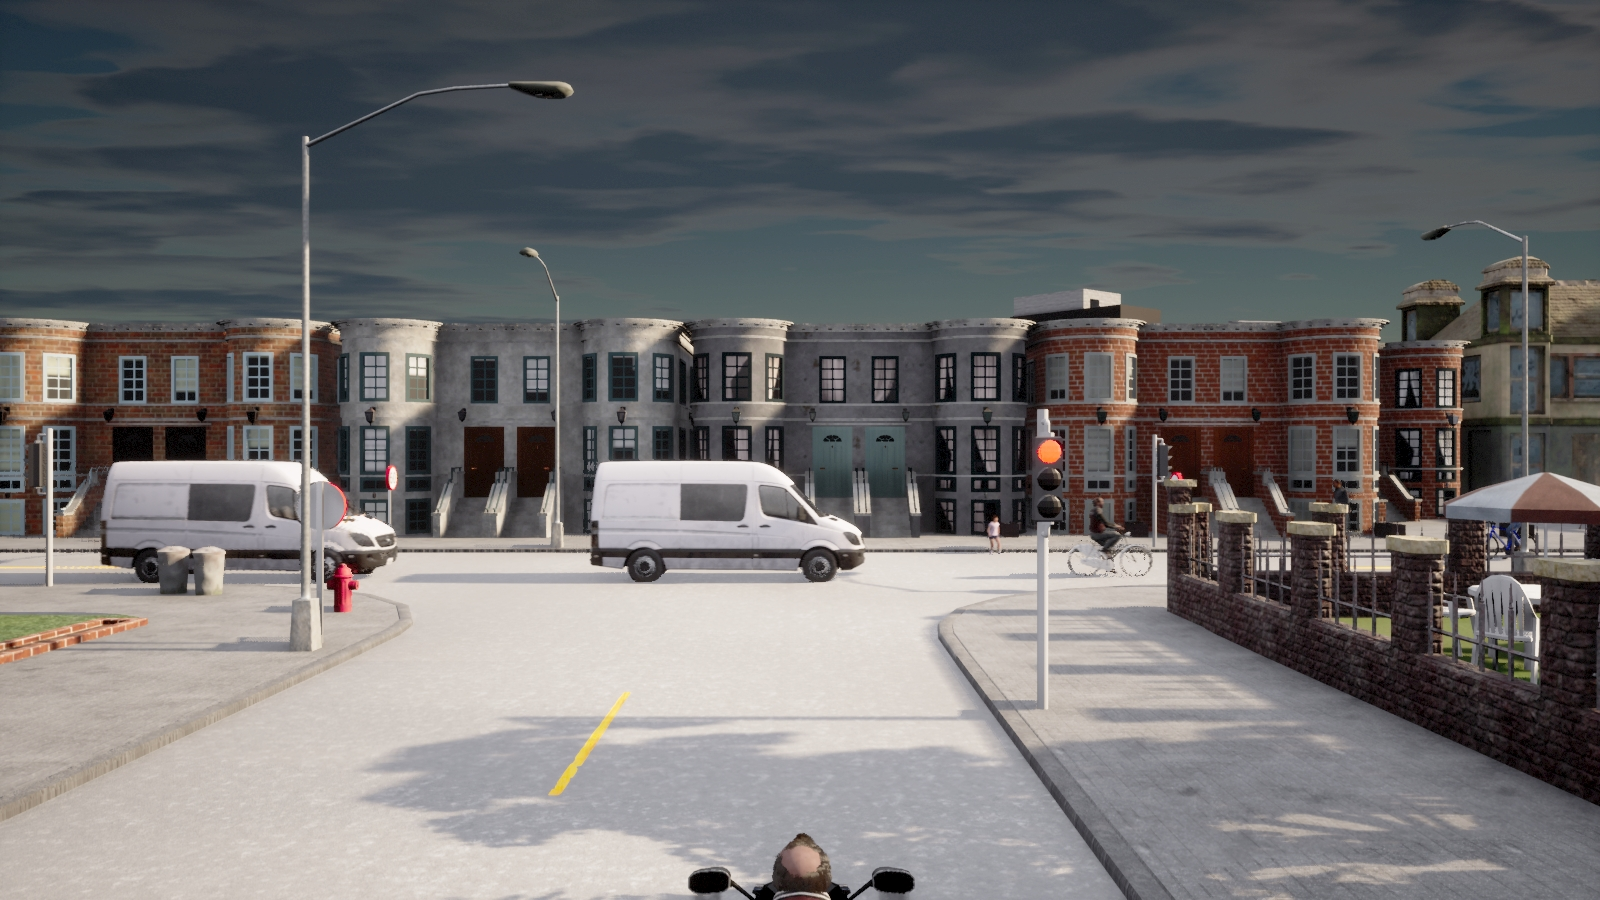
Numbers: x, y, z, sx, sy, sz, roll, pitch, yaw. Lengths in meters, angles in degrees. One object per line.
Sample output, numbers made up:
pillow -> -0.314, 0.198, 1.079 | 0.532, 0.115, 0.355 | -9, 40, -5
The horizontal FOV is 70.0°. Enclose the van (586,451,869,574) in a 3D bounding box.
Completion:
van -> -1.517, 1.305, 24.917 | 5.915, 2.561, 1.988 | 0, 0, 0

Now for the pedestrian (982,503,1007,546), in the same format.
pedestrian -> 5.210, 1.996, 30.596 | 0.500, 1.100, 0.500 | 0, 0, -11

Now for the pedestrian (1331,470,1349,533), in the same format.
pedestrian -> 15.984, 1.512, 33.813 | 0.375, 1.860, 0.375 | 0, 0, 5

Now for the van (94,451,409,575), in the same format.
van -> -11.785, 1.304, 24.798 | 5.915, 2.561, 1.988 | 0, 0, 2

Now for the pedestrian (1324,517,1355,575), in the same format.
pedestrian -> 10.629, 1.887, 22.515 | 0.500, 1.100, 0.500 | 0, 0, 20
